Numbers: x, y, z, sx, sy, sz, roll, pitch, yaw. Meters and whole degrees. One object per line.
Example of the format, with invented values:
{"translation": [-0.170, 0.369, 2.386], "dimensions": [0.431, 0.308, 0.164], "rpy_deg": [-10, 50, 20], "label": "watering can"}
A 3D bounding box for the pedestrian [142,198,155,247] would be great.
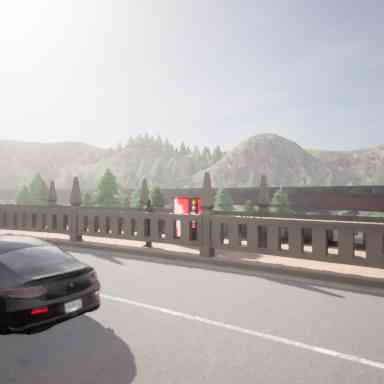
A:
{"translation": [-1.664, 1.141, 12.524], "dimensions": [0.375, 1.860, 0.375], "rpy_deg": [0, 0, 31], "label": "pedestrian"}

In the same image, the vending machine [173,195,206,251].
{"translation": [-0.080, 1.195, 13.286], "dimensions": [0.880, 2.100, 1.100], "rpy_deg": [0, 0, 31], "label": "vending machine"}

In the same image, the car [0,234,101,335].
{"translation": [-3.712, 1.525, 6.164], "dimensions": [4.674, 1.442, 1.812], "rpy_deg": [0, 0, 32], "label": "car"}
